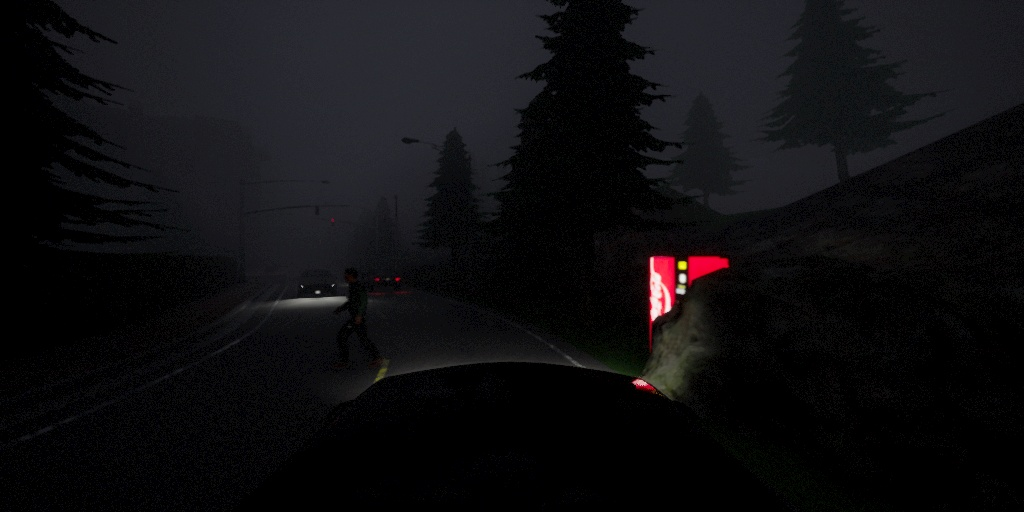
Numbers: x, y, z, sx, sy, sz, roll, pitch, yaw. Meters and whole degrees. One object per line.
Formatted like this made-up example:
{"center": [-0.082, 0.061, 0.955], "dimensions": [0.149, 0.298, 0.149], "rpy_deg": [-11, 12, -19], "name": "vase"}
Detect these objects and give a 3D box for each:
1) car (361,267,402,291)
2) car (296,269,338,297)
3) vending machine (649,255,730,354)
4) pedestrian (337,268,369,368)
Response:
{"center": [-8.635, 1.450, 23.465], "dimensions": [2.033, 1.411, 5.357], "rpy_deg": [0, 0, -30], "name": "car"}
{"center": [-11.030, 1.433, 20.278], "dimensions": [2.033, 1.411, 5.357], "rpy_deg": [0, 0, -30], "name": "car"}
{"center": [3.088, 0.971, 6.322], "dimensions": [1.100, 2.100, 0.880], "rpy_deg": [0, 0, -11], "name": "vending machine"}
{"center": [-2.822, 1.078, 6.385], "dimensions": [0.375, 1.860, 0.375], "rpy_deg": [0, 0, -13], "name": "pedestrian"}
